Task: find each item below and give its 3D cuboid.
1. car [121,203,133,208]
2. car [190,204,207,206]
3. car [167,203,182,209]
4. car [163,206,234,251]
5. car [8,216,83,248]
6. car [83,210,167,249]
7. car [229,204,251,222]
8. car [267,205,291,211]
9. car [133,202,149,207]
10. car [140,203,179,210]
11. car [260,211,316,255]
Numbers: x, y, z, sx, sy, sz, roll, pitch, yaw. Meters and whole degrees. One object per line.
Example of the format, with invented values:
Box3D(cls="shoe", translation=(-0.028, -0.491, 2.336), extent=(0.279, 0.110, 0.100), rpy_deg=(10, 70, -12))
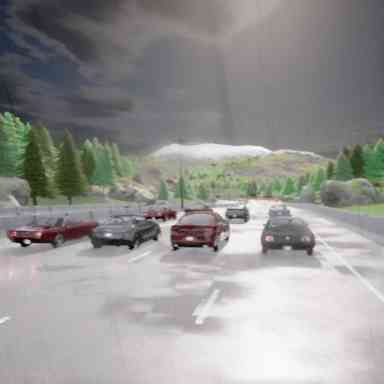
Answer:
Box3D(cls="car", translation=(-13.924, 3.146, 73.680), extent=(1.895, 1.301, 4.718), rpy_deg=(-1, -2, 14))
Box3D(cls="car", translation=(0.683, 1.821, 30.267), extent=(1.882, 1.535, 5.008), rpy_deg=(-1, -1, 14))
Box3D(cls="car", translation=(-3.725, 2.995, 71.189), extent=(1.895, 1.301, 4.718), rpy_deg=(-1, -2, 14))
Box3D(cls="car", translation=(0.512, 1.599, 14.827), extent=(1.882, 1.535, 5.008), rpy_deg=(-1, 0, 14))
Box3D(cls="car", translation=(-6.379, 1.819, 16.126), extent=(1.895, 1.301, 4.718), rpy_deg=(-1, -1, 14))
Box3D(cls="car", translation=(-2.920, 1.735, 15.519), extent=(1.994, 1.385, 4.181), rpy_deg=(-1, -1, 14))
Box3D(cls="car", translation=(4.035, 1.783, 29.249), extent=(2.128, 1.511, 4.902), rpy_deg=(-1, -1, 14))
Box3D(cls="car", translation=(7.355, 1.783, 28.106), extent=(2.033, 1.411, 5.357), rpy_deg=(-1, -1, 14))
Box3D(cls="car", translation=(-10.518, 3.026, 72.881), extent=(1.812, 1.442, 4.674), rpy_deg=(-1, -2, 14))
Box3D(cls="car", translation=(-2.815, 1.988, 30.711), extent=(1.895, 1.301, 4.718), rpy_deg=(-1, -1, 14))
Box3D(cls="car", translation=(3.820, 1.669, 13.636), extent=(1.895, 1.301, 4.718), rpy_deg=(-1, -1, 14))
